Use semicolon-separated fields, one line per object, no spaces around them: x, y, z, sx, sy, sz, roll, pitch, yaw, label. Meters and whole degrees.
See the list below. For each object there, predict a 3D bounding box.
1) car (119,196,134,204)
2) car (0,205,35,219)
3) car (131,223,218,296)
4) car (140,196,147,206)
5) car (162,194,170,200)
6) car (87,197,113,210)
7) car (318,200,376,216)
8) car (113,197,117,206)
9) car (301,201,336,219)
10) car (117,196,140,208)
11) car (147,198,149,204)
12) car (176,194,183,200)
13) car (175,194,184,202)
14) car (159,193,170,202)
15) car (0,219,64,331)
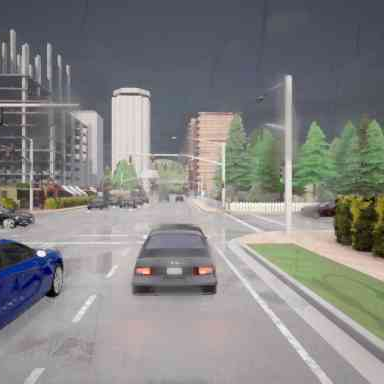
-13.011;1.547;66.191;2.033;1.411;5.357;0;0;-2;car
-12.408;1.506;20.705;4.892;1.490;1.837;0;0;-1;car
-0.409;1.547;8.820;2.033;1.411;5.357;0;0;-2;car
-9.175;1.564;55.191;1.994;1.385;4.181;0;0;-2;car
-6.665;1.351;84.745;1.812;1.442;4.674;0;0;-2;car
-12.278;1.547;43.820;2.033;1.411;5.357;0;0;-2;car
14.714;1.526;31.691;4.674;1.442;1.812;0;0;-1;car
-12.635;1.547;53.858;2.033;1.411;5.357;0;0;-2;car
11.779;1.478;28.178;5.008;1.535;1.882;0;0;-1;car
-8.881;1.564;46.829;1.994;1.385;4.181;0;0;-2;car
-9.486;1.564;65.143;1.994;1.385;4.181;0;0;-1;car
-3.167;1.326;84.873;1.837;1.490;4.892;0;0;-2;car
-2.831;1.493;75.659;1.837;1.490;4.892;0;0;-2;car
-6.317;1.217;75.211;2.150;2.045;5.566;0;0;-2;car
-3.723;1.478;5.526;1.882;1.535;5.008;0;0;-3;car
